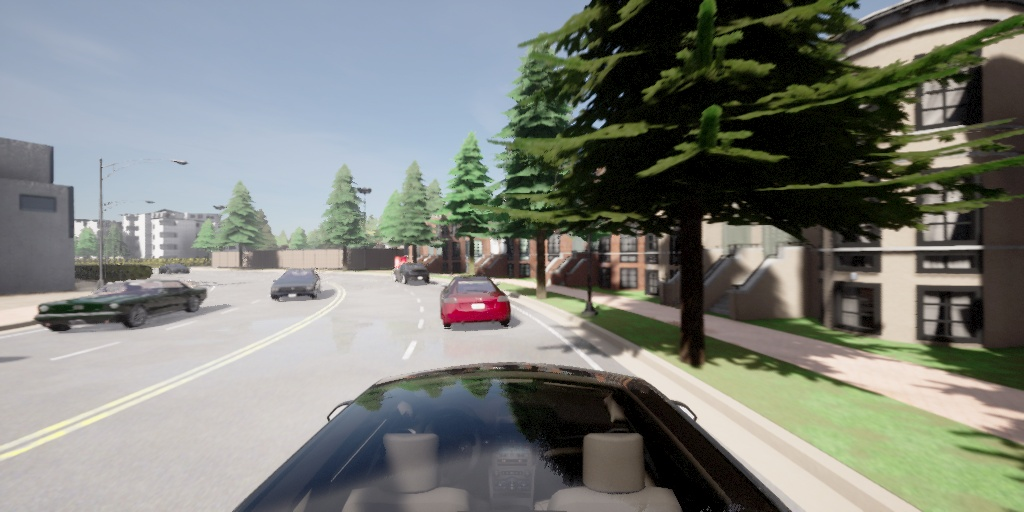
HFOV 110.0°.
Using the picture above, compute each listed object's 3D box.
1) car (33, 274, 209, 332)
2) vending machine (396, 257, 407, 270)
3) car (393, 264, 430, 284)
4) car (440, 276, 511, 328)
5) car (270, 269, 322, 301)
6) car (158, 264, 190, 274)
[{"bbox_3d":[-12.131,1.448,11.621,1.895,1.301,4.718,0,0,-16],"label":"car"},{"bbox_3d":[-12.203,1.049,39.557,0.880,2.100,1.100,0,0,45],"label":"vending machine"},{"bbox_3d":[-7.765,1.321,27.525,1.837,1.490,4.892,0,0,-31],"label":"car"},{"bbox_3d":[-1.311,1.326,11.599,1.994,1.385,4.181,0,0,-12],"label":"car"},{"bbox_3d":[-10.895,1.387,18.458,2.033,1.411,5.357,0,0,-24],"label":"car"},{"bbox_3d":[-43.132,1.662,45.794,4.181,1.385,1.994,0,0,27],"label":"car"}]
